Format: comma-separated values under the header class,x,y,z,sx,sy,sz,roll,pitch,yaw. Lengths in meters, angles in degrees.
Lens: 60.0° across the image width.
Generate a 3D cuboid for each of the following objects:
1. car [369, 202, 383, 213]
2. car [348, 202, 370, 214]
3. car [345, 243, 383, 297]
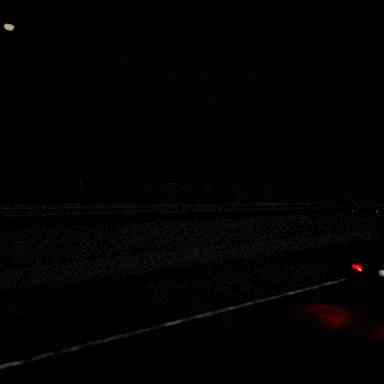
class,x,y,z,sx,sy,sz,roll,pitch,yaw
car,21.932,2.000,35.999,5.357,1.411,2.033,1,0,-33
car,20.333,1.961,39.128,4.892,1.490,1.837,1,0,-33
car,5.798,1.652,7.834,5.357,1.411,2.033,1,0,-35
